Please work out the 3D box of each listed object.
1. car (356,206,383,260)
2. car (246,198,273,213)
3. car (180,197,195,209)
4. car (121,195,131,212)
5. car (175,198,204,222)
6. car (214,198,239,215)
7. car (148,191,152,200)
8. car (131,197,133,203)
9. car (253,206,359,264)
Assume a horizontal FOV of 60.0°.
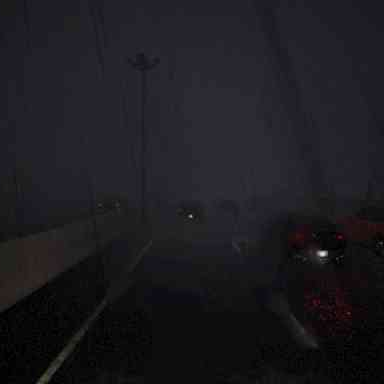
[{"bbox_3d":[7.085,1.278,12.286,2.097,1.767,4.553,0,0,0],"label":"car"},{"bbox_3d":[6.625,1.296,33.006,2.128,1.511,4.902,0,0,-1],"label":"car"},{"bbox_3d":[-0.601,1.351,42.233,1.895,1.301,4.718,0,0,-1],"label":"car"},{"bbox_3d":[-7.552,1.160,32.309,2.097,1.767,4.553,0,0,-2],"label":"car"},{"bbox_3d":[-0.151,1.358,24.769,1.837,1.490,4.892,0,0,-2],"label":"car"},{"bbox_3d":[3.178,1.308,30.983,2.128,1.511,4.902,0,0,-2],"label":"car"},{"bbox_3d":[-8.442,0.765,74.140,2.150,2.045,5.566,0,0,-1],"label":"car"},{"bbox_3d":[-11.626,1.219,58.327,1.994,1.385,4.181,0,0,-1],"label":"car"},{"bbox_3d":[3.589,1.435,11.601,1.837,1.490,4.892,0,0,0],"label":"car"}]
